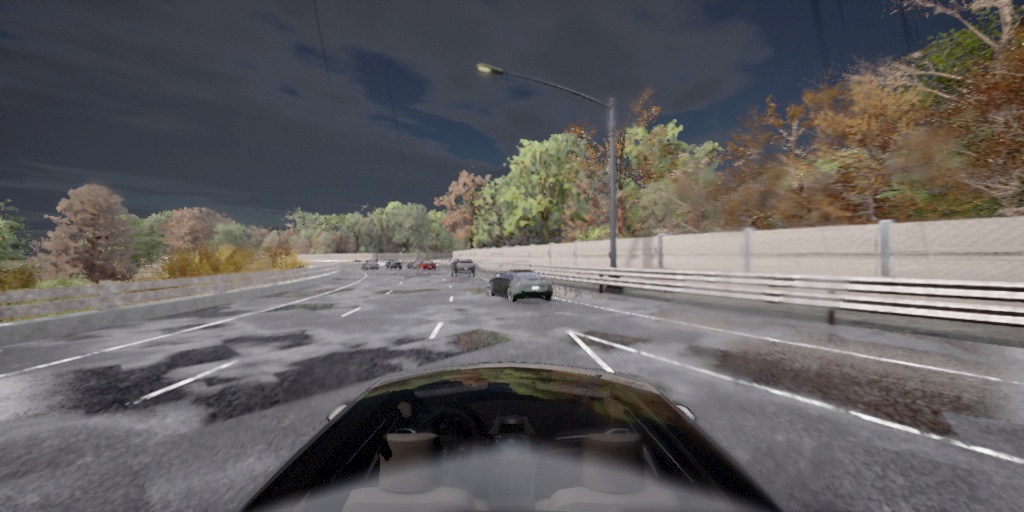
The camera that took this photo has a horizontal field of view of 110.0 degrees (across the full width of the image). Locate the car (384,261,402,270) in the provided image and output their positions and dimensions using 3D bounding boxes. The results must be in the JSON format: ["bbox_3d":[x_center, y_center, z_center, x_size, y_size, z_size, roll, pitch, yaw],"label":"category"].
[{"bbox_3d":[-19.035,1.468,57.582,1.837,1.490,4.892,0,0,-33],"label":"car"}]

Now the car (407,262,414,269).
[{"bbox_3d":[-15.716,1.483,58.966,2.033,1.411,5.357,0,0,-33],"label":"car"}]

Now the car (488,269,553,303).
[{"bbox_3d":[0.284,1.324,16.987,1.994,1.385,4.181,-1,0,-21],"label":"car"}]

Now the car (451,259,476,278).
[{"bbox_3d":[-4.516,1.104,32.989,2.128,1.511,4.902,1,-6,-14],"label":"car"}]

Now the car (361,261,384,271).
[{"bbox_3d":[-22.035,1.534,55.780,2.033,1.411,5.357,0,0,-33],"label":"car"}]

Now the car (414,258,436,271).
[{"bbox_3d":[-12.766,1.384,53.387,1.882,1.535,5.008,0,0,-27],"label":"car"}]
